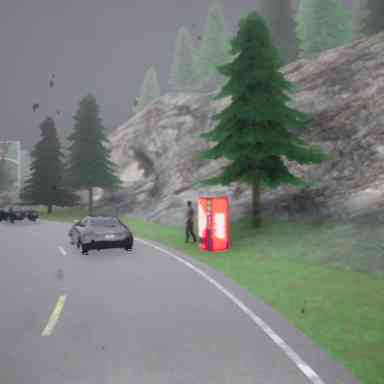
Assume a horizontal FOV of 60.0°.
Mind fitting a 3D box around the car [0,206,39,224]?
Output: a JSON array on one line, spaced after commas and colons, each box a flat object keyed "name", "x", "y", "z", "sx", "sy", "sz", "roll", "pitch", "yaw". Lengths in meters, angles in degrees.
[{"name": "car", "x": -14.075, "y": 1.750, "z": 26.758, "sx": 1.895, "sy": 1.301, "sz": 4.718, "roll": -1, "pitch": 0, "yaw": -44}]

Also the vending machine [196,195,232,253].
[{"name": "vending machine", "x": 0.824, "y": 1.185, "z": 12.789, "sx": 1.100, "sy": 2.100, "sz": 0.880, "roll": -1, "pitch": 0, "yaw": -22}]

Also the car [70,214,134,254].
[{"name": "car", "x": -3.876, "y": 1.604, "z": 13.894, "sx": 1.994, "sy": 1.385, "sz": 4.181, "roll": -1, "pitch": 0, "yaw": -26}]

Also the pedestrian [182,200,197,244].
[{"name": "pedestrian", "x": -0.065, "y": 1.243, "z": 13.896, "sx": 0.375, "sy": 1.860, "sz": 0.375, "roll": -1, "pitch": 0, "yaw": -25}]
